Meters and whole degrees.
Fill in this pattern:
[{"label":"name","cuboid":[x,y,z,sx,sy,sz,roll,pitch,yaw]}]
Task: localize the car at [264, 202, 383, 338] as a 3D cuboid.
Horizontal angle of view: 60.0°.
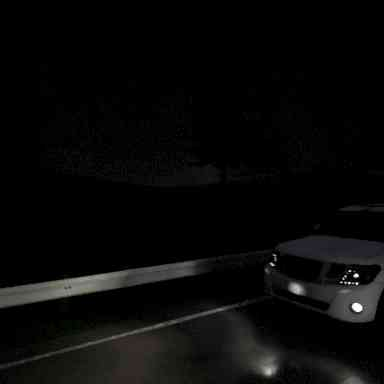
[{"label":"car","cuboid":[4.075,1.253,6.911,5.566,2.045,2.150,0,-1,-31]}]
